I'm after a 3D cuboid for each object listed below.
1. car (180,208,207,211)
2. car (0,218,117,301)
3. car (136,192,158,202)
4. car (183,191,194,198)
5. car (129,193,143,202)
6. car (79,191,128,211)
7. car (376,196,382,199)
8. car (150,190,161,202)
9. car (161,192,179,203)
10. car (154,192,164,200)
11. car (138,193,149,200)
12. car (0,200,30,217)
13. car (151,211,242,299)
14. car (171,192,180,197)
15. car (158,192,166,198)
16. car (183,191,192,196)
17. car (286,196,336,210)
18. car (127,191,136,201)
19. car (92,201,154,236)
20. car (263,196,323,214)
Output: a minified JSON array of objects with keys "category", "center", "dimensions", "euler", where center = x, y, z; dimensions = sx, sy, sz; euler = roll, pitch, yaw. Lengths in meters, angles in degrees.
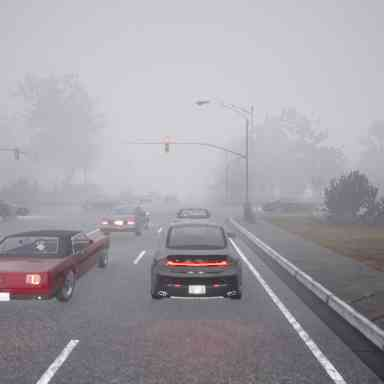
[{"category":"car","center":[0.084,1.496,17.656],"dimensions":[1.895,1.301,4.718],"euler":[0,0,0]},{"category":"car","center":[-3.411,1.570,8.164],"dimensions":[1.895,1.301,4.718],"euler":[0,0,0]},{"category":"car","center":[-7.180,1.149,53.306],"dimensions":[2.033,1.411,5.357],"euler":[0,0,0]},{"category":"car","center":[-0.651,0.779,85.262],"dimensions":[1.994,1.385,4.181],"euler":[0,1,-4]},{"category":"car","center":[-10.661,0.984,63.713],"dimensions":[1.882,1.535,5.008],"euler":[0,1,0]},{"category":"car","center":[-9.737,1.095,36.095],"dimensions":[4.553,1.767,2.097],"euler":[0,0,-32]},{"category":"car","center":[23.759,0.941,38.969],"dimensions":[5.566,2.045,2.150],"euler":[0,0,-3]},{"category":"car","center":[-7.151,0.730,63.481],"dimensions":[2.150,2.045,5.566],"euler":[0,1,-1]},{"category":"car","center":[-3.543,0.929,56.175],"dimensions":[2.097,1.767,4.553],"euler":[0,0,1]},{"category":"car","center":[-7.220,0.872,73.671],"dimensions":[1.882,1.535,5.008],"euler":[0,1,-1]},{"category":"car","center":[-10.724,0.987,73.799],"dimensions":[1.895,1.301,4.718],"euler":[0,1,-1]},{"category":"car","center":[-15.935,1.372,28.197],"dimensions":[4.181,1.385,1.994],"euler":[0,0,16]},{"category":"car","center":[0.090,1.473,8.343],"dimensions":[1.837,1.490,4.892],"euler":[0,0,0]},{"category":"car","center":[-4.619,0.662,91.791],"dimensions":[2.128,1.511,4.902],"euler":[0,1,-5]},{"category":"car","center":[-7.583,0.776,83.940],"dimensions":[1.812,1.442,4.674],"euler":[0,1,-3]},{"category":"car","center":[-1.402,0.460,95.140],"dimensions":[2.033,1.411,5.357],"euler":[0,1,-7]},{"category":"car","center":[13.675,1.216,38.383],"dimensions":[4.902,1.511,2.128],"euler":[0,0,-3]},{"category":"car","center":[-10.679,0.818,53.826],"dimensions":[2.150,2.045,5.566],"euler":[0,0,0]},{"category":"car","center":[-3.442,1.442,17.753],"dimensions":[2.033,1.411,5.357],"euler":[0,0,-1]},{"category":"car","center":[9.108,1.263,30.905],"dimensions":[5.008,1.535,1.882],"euler":[0,0,-3]}]
